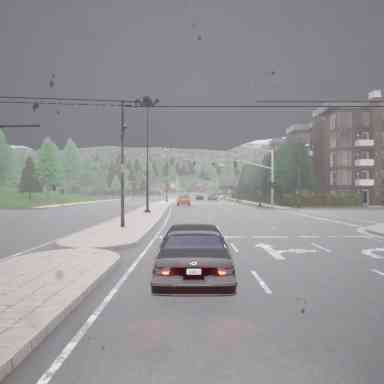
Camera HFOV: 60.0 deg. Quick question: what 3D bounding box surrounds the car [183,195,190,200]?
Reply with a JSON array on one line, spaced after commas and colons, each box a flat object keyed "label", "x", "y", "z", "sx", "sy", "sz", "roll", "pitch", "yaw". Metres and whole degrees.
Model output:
[{"label": "car", "x": -1.557, "y": 1.571, "z": 95.653, "sx": 1.895, "sy": 1.301, "sz": 4.718, "roll": 0, "pitch": 0, "yaw": 0}]

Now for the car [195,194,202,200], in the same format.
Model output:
[{"label": "car", "x": 1.943, "y": 1.472, "z": 95.625, "sx": 1.837, "sy": 1.490, "sz": 4.892, "roll": 0, "pitch": 0, "yaw": 0}]

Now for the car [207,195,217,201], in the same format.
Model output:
[{"label": "car", "x": 5.467, "y": 1.539, "z": 85.385, "sx": 2.033, "sy": 1.411, "sz": 5.357, "roll": 0, "pitch": 0, "yaw": 0}]

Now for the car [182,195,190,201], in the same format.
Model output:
[{"label": "car", "x": -1.532, "y": 1.523, "z": 85.338, "sx": 1.812, "sy": 1.442, "sz": 4.674, "roll": 0, "pitch": 0, "yaw": 0}]

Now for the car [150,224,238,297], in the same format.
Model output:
[{"label": "car", "x": 0.041, "y": 1.547, "z": 8.768, "sx": 2.033, "sy": 1.411, "sz": 5.357, "roll": 0, "pitch": 0, "yaw": 0}]

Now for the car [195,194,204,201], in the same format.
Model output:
[{"label": "car", "x": 1.967, "y": 1.477, "z": 85.377, "sx": 1.882, "sy": 1.535, "sz": 5.008, "roll": 0, "pitch": 0, "yaw": 0}]

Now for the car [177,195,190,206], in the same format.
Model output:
[{"label": "car", "x": -1.364, "y": 1.352, "z": 54.513, "sx": 2.097, "sy": 1.767, "sz": 4.553, "roll": 0, "pitch": 0, "yaw": -1}]
